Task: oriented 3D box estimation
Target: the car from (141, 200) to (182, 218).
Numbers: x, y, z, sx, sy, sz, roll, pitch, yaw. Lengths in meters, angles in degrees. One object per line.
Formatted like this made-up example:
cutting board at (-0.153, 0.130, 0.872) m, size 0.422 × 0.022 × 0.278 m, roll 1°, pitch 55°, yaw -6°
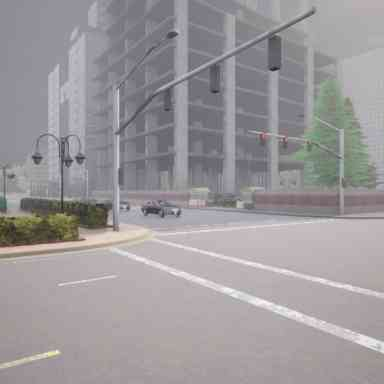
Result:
car at (-2.819, 1.436, 29.815) m, size 2.128 × 1.511 × 4.902 m, roll 0°, pitch 0°, yaw -36°

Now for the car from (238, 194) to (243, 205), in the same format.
car at (7.346, 1.114, 55.157) m, size 1.905 × 1.878 × 3.866 m, roll 0°, pitch 0°, yaw -36°

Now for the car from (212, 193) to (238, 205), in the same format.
car at (4.957, 1.114, 53.441) m, size 1.905 × 1.878 × 3.866 m, roll 0°, pitch 0°, yaw -36°

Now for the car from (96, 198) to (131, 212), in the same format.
car at (-8.694, 1.435, 37.899) m, size 2.128 × 1.511 × 4.902 m, roll 0°, pitch 0°, yaw -36°

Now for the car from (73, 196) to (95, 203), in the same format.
car at (-16.008, 1.508, 47.989) m, size 1.994 × 1.385 × 4.181 m, roll 0°, pitch 0°, yaw -36°
